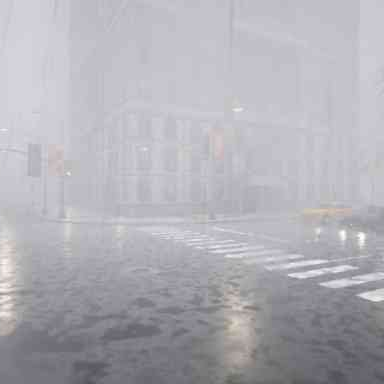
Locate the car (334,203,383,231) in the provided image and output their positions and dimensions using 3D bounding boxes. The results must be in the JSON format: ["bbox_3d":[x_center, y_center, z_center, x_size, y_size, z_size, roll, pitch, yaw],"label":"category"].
[{"bbox_3d":[11.729,1.547,20.940,5.357,1.411,2.033,0,0,-29],"label":"car"}]

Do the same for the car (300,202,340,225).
[{"bbox_3d":[10.041,1.478,24.001,5.008,1.535,1.882,0,0,-29],"label":"car"}]
